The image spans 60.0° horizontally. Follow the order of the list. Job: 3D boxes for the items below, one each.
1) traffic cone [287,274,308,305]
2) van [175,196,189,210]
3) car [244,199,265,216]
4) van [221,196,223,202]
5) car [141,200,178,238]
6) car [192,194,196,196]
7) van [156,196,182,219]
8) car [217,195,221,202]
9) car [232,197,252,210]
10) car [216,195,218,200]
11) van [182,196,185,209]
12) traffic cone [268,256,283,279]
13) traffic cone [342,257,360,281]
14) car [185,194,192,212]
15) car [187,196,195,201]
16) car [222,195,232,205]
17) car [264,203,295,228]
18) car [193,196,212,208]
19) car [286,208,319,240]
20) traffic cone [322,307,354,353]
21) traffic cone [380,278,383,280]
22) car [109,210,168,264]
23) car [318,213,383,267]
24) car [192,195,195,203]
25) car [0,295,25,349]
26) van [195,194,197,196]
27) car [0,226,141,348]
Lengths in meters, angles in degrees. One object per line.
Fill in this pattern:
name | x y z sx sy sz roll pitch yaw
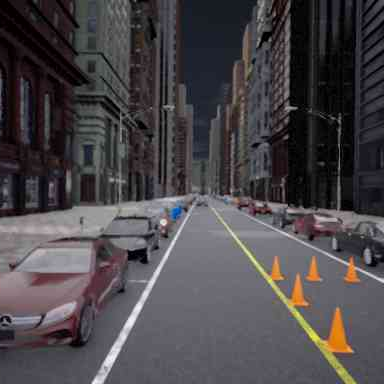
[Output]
traffic cone | 2.200 2.003 6.917 0.340 0.580 0.340 1 0 1
van | -1.328 1.430 45.706 1.690 1.788 3.998 1 0 1
car | 6.914 1.730 34.242 1.887 1.381 4.507 1 0 1
van | 7.886 1.661 73.684 1.690 1.788 3.998 1 0 1
car | -2.021 1.446 17.533 1.967 1.590 4.097 1 0 1
car | -0.639 1.754 73.881 1.947 1.339 4.313 1 0 1
van | -1.882 1.362 23.168 1.690 1.788 3.998 1 0 1
car | 8.161 1.802 84.953 1.967 1.590 4.097 1 0 1
car | 7.194 1.535 45.511 2.192 1.841 5.009 1 0 1
car | 8.303 1.909 90.757 1.752 1.417 4.829 1 0 1
van | -1.743 1.379 28.802 1.690 1.788 3.998 1 0 1
traffic cone | 2.249 2.008 8.916 0.340 0.580 0.340 1 0 1
traffic cone | 4.248 2.039 8.867 0.340 0.580 0.340 1 0 1
car | -1.466 1.386 40.072 2.192 1.841 5.009 1 0 1
car | -0.224 1.818 90.786 1.947 1.339 4.313 1 0 1
car | 7.749 1.824 68.219 1.752 1.417 4.829 1 0 1
car | 6.637 1.703 22.973 2.008 1.369 4.403 1 0 1
car | 1.566 1.696 51.043 2.033 1.411 5.357 1 0 1
car | 6.498 1.719 17.339 1.802 1.307 4.206 1 0 1
traffic cone | 2.151 1.998 4.917 0.340 0.580 0.340 1 0 1
traffic cone | 5.248 2.054 8.842 0.340 0.580 0.340 1 0 1
car | -2.162 1.557 11.898 1.947 1.339 4.313 1 0 1
car | 6.360 1.673 11.704 2.008 1.369 4.403 1 0 1
car | -0.915 1.691 62.611 1.887 1.381 4.507 1 0 1
car | -2.438 1.530 0.627 1.947 1.339 4.313 1 0 1
van | -0.359 1.572 85.152 1.690 1.788 3.998 1 0 1
car | -2.300 1.559 6.263 1.802 1.307 4.206 1 0 1
